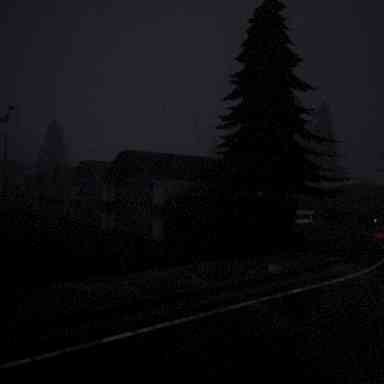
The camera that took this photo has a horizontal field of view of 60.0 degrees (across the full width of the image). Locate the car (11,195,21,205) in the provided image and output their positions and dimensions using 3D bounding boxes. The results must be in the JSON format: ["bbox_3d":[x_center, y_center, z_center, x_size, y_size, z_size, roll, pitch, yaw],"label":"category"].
[{"bbox_3d":[-32.152,1.417,61.433,1.905,1.878,3.866,1,0,-36],"label":"car"}]

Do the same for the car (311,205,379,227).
[{"bbox_3d":[11.549,1.748,25.460,1.837,1.490,4.892,1,0,-36],"label":"car"}]
